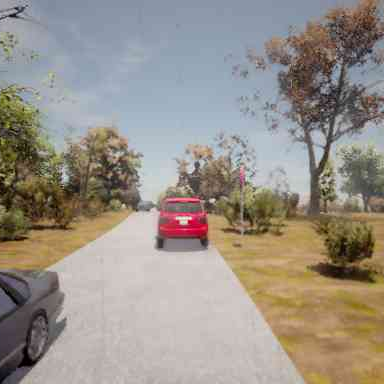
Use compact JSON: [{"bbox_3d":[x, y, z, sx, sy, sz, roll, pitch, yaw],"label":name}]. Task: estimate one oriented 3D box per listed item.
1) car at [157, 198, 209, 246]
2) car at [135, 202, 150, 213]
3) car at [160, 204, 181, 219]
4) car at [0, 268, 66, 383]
[{"bbox_3d":[-0.502,1.315,15.851,2.150,2.045,5.566,0,0,-4],"label":"car"},{"bbox_3d":[-6.748,2.101,45.761,1.994,1.385,4.181,0,-1,-7],"label":"car"},{"bbox_3d":[-2.263,1.929,33.972,1.895,1.301,4.718,0,-1,-7],"label":"car"},{"bbox_3d":[-2.908,1.559,3.063,2.033,1.411,5.357,0,0,-1],"label":"car"}]
